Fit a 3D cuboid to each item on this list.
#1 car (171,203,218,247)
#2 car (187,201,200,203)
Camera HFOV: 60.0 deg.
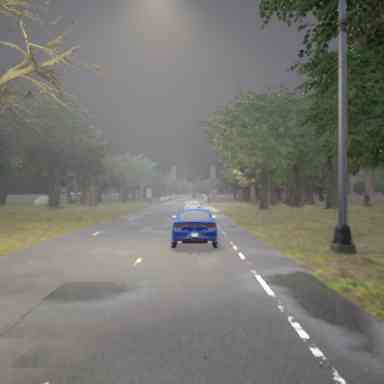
[{"bbox_3d":[0.105,1.498,15.242,1.882,1.535,5.008,0,0,0],"label":"car"},{"bbox_3d":[0.113,1.614,33.445,1.812,1.442,4.674,0,0,0],"label":"car"}]
